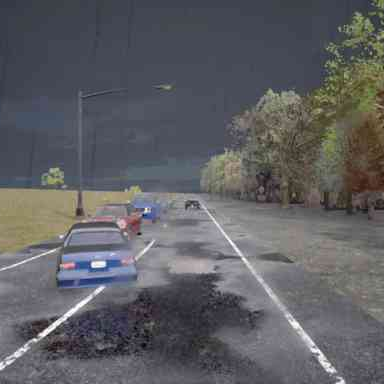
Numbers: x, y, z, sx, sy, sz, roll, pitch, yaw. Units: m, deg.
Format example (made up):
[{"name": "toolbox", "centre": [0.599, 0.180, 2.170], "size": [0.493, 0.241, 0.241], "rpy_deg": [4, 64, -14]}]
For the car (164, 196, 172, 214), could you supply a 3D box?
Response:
[{"name": "car", "centre": [-3.608, 1.351, 35.305], "size": [2.097, 1.767, 4.553], "rpy_deg": [0, 0, 0]}]

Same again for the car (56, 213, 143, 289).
[{"name": "car", "centre": [-2.708, 1.549, 9.300], "size": [2.033, 1.411, 5.357], "rpy_deg": [0, 0, -18]}]

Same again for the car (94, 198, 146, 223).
[{"name": "car", "centre": [-3.678, 1.353, 15.635], "size": [2.097, 1.767, 4.553], "rpy_deg": [0, 0, 1]}]

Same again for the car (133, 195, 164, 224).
[{"name": "car", "centre": [-3.614, 1.223, 25.300], "size": [2.150, 2.045, 5.566], "rpy_deg": [0, 0, -1]}]

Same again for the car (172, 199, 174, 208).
[{"name": "car", "centre": [-3.610, 1.347, 45.312], "size": [2.097, 1.767, 4.553], "rpy_deg": [0, 0, 0]}]

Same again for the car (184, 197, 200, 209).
[{"name": "car", "centre": [0.041, 1.500, 44.262], "size": [1.837, 1.490, 4.892], "rpy_deg": [0, 0, 0]}]
